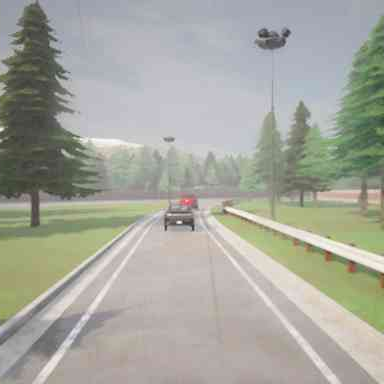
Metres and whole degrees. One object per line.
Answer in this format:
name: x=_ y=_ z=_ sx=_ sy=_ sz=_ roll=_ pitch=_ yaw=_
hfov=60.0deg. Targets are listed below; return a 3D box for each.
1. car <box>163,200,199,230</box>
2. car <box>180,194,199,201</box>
car: x=-0.792 y=1.488 z=21.074 sx=2.128 sy=1.511 sz=4.902 roll=0 pitch=0 yaw=-2
car: x=-0.340 y=1.212 z=42.693 sx=2.150 sy=2.045 sz=5.566 roll=0 pitch=0 yaw=5
